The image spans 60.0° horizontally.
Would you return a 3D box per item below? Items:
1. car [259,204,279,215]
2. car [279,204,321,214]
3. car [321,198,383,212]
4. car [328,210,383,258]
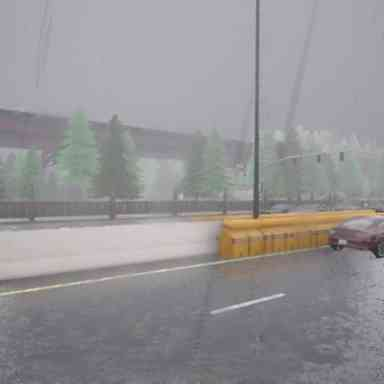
[{"bbox_3d":[8.860,1.814,31.723,5.357,1.411,2.033,1,0,-35],"label":"car"},{"bbox_3d":[10.105,1.749,28.325,4.902,1.511,2.128,1,-1,-35],"label":"car"},{"bbox_3d":[12.915,1.493,26.020,5.566,2.045,2.150,1,-1,-35],"label":"car"},{"bbox_3d":[7.365,1.668,13.411,4.674,1.442,1.812,0,0,-35],"label":"car"}]
